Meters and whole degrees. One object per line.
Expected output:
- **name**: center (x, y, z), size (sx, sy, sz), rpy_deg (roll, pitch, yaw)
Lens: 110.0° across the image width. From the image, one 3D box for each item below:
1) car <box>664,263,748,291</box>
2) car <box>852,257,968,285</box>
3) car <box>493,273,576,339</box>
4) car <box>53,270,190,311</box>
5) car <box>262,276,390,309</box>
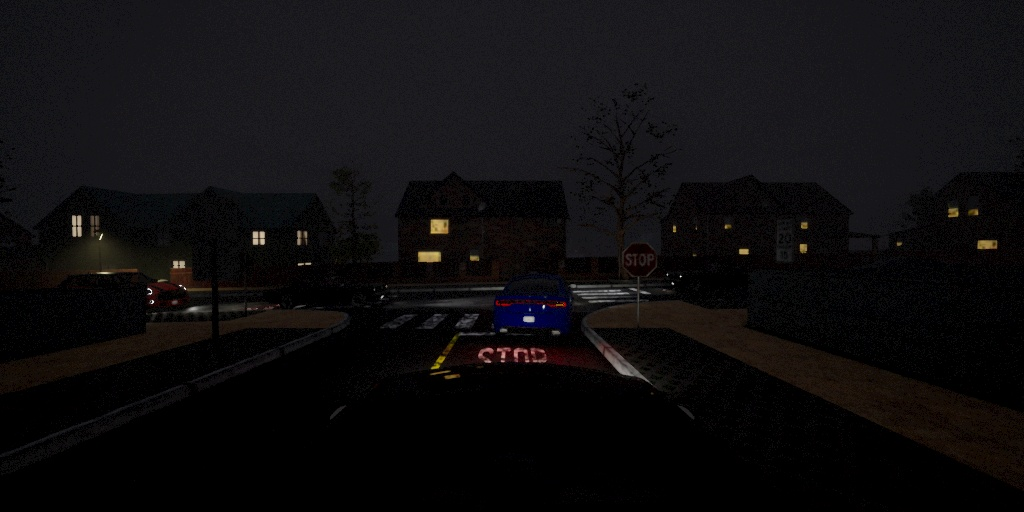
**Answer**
- **car**: center (10.416, 1.034, 18.379), size (4.718, 1.301, 1.895), rpy_deg (-1, 1, -1)
- **car**: center (20.061, 0.754, 18.413), size (5.357, 1.411, 2.033), rpy_deg (-1, 1, 0)
- **car**: center (0.789, 1.227, 10.247), size (1.882, 1.535, 5.008), rpy_deg (0, 0, 10)
- **car**: center (-16.794, 1.472, 15.453), size (4.553, 1.767, 2.097), rpy_deg (-1, 1, 0)
- **car**: center (-7.807, 1.506, 15.457), size (4.718, 1.301, 1.895), rpy_deg (-1, 1, 0)
